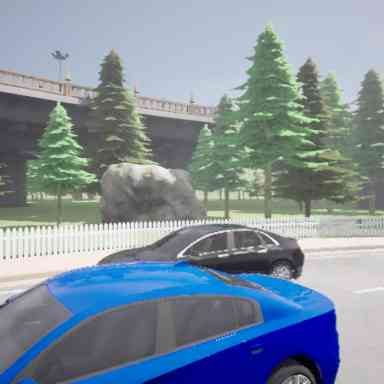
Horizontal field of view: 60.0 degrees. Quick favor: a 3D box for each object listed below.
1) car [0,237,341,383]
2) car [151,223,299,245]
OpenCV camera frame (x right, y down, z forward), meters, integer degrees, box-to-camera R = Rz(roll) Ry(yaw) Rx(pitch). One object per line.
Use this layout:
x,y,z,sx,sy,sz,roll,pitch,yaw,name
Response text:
-0.821,1.478,3.030,5.008,1.535,1.882,0,0,-30,car
0.312,1.513,7.572,4.892,1.490,1.837,0,-1,-25,car
